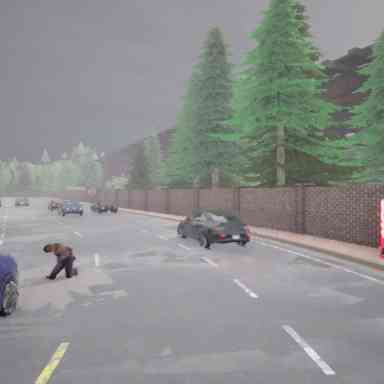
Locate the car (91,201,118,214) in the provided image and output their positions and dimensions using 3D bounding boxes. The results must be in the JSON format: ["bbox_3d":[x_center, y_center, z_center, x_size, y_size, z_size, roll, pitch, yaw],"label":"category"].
[{"bbox_3d":[-9.284,1.600,34.890,1.895,1.301,4.718,0,0,-28],"label":"car"}]

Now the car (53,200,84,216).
[{"bbox_3d":[-11.763,1.547,32.120,2.033,1.411,5.357,0,0,-28],"label":"car"}]

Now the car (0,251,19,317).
[{"bbox_3d":[-4.015,1.525,4.652,1.812,1.442,4.674,0,0,-8],"label":"car"}]

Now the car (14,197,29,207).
[{"bbox_3d":[-25.307,1.492,49.460,2.128,1.511,4.902,0,0,-28],"label":"car"}]

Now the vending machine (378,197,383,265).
[{"bbox_3d":[6.508,1.195,10.191,1.100,2.100,0.880,0,0,-12],"label":"vending machine"}]

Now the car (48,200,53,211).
[{"bbox_3d":[-16.707,1.601,41.242,1.895,1.301,4.718,0,0,-28],"label":"car"}]

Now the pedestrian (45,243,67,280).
[{"bbox_3d":[-3.582,1.294,8.763,0.375,1.860,0.375,0,0,-14],"label":"pedestrian"}]

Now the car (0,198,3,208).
[{"bbox_3d":[-29.012,1.507,48.968,1.837,1.490,4.892,0,-1,-28],"label":"car"}]

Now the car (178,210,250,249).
[{"bbox_3d":[0.842,1.526,14.643,1.812,1.442,4.674,0,0,-20],"label":"car"}]
